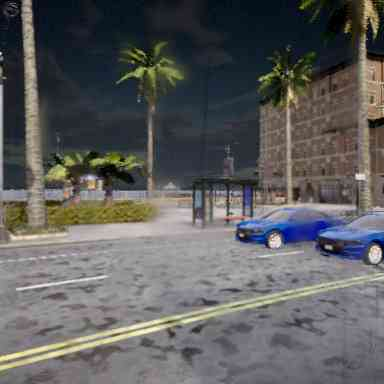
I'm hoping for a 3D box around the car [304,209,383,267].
[{"bbox_3d":[6.485,1.437,11.339,5.008,1.535,1.882,0,0,-25],"label":"car"}]

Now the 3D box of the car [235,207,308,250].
[{"bbox_3d":[4.198,1.418,14.105,5.008,1.535,1.882,0,0,-25],"label":"car"}]
